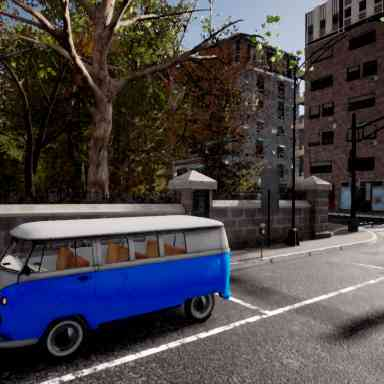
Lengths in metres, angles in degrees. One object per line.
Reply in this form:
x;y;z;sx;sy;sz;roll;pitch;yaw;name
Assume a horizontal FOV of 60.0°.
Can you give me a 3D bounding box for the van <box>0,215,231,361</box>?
-1.186;1.342;5.655;3.998;1.788;1.690;0;1;-36;van
